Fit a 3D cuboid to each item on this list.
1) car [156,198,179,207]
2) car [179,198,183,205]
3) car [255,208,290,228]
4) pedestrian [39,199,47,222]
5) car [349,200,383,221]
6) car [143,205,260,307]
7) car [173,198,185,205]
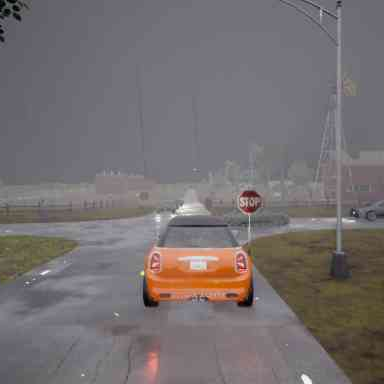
[{"bbox_3d":[-2.750,1.571,36.597,1.837,1.490,4.892,0,0,0],"label":"car"},{"bbox_3d":[-2.725,1.670,46.394,2.033,1.411,5.357,0,0,0],"label":"car"},{"bbox_3d":[3.938,1.522,20.948,4.181,1.385,1.994,-2,1,1],"label":"car"},{"bbox_3d":[-12.086,1.466,27.030,0.375,1.860,0.375,0,2,0],"label":"pedestrian"},{"bbox_3d":[13.563,1.267,23.823,4.181,1.385,1.994,-1,1,-1],"label":"car"},{"bbox_3d":[0.120,1.354,8.151,2.097,1.767,4.553,0,0,0],"label":"car"},{"bbox_3d":[-2.600,1.878,67.769,2.033,1.411,5.357,0,-1,1],"label":"car"}]
